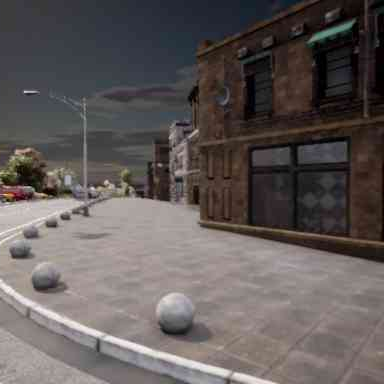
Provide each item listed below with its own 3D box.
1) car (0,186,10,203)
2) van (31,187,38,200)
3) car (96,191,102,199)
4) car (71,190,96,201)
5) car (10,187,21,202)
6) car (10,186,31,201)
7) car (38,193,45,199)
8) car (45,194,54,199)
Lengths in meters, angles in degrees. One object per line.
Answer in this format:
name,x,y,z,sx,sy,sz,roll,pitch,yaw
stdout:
car,-23.625,0.420,37.390,4.553,1.767,2.185,0,0,-10
van,-25.796,0.289,49.340,4.442,1.987,1.878,0,0,-10
car,-17.719,0.534,59.583,2.033,1.411,5.357,0,1,-9
car,-16.013,0.464,49.304,2.128,1.511,4.902,0,0,-9
car,-24.125,0.529,40.385,5.008,1.535,2.097,0,0,-10
car,-24.656,0.262,43.253,5.566,2.045,2.435,0,0,-10
car,-26.225,0.399,52.348,4.553,1.767,2.185,0,0,-10
car,-26.504,0.541,55.260,5.366,1.575,1.946,0,0,-10
